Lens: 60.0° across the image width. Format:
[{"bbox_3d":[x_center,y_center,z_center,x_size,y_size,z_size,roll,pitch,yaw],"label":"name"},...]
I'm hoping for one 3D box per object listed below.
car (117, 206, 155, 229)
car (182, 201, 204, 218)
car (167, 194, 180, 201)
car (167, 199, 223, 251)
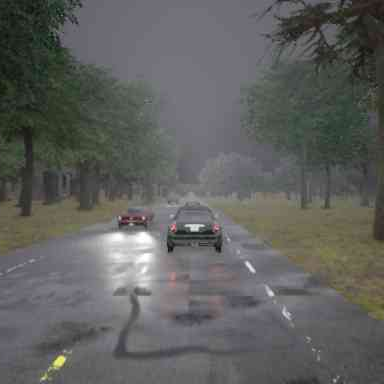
[{"bbox_3d":[-3.610,1.631,22.055,1.895,1.301,4.718,0,0,0],"label":"car"},{"bbox_3d":[0.086,1.611,31.578,1.994,1.385,4.181,0,0,0],"label":"car"},{"bbox_3d":[-3.545,1.382,63.558,2.150,2.045,5.566,0,0,0],"label":"car"},{"bbox_3d":[0.094,1.368,14.241,2.097,1.767,4.553,0,0,0],"label":"car"}]
